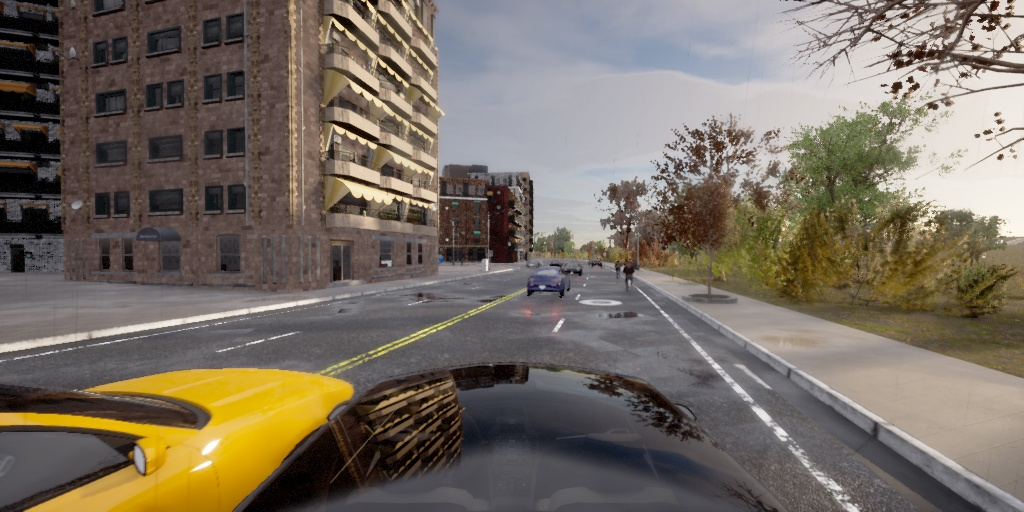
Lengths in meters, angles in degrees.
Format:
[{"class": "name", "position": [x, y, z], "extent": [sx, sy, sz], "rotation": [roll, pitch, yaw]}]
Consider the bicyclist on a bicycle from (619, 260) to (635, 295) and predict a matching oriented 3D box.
[{"class": "bicyclist on a bicycle", "position": [6.180, 1.115, 18.999], "extent": [0.659, 1.776, 1.843], "rotation": [0, 0, 14]}]

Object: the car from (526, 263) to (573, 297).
[{"class": "car", "position": [1.984, 1.271, 18.916], "extent": [1.812, 1.442, 4.674], "rotation": [0, 0, 14]}]

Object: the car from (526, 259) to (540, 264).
[{"class": "car", "position": [3.249, 1.227, 54.455], "extent": [2.128, 1.511, 4.902], "rotation": [0, 0, 11]}]

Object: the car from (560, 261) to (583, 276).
[{"class": "car", "position": [6.298, 1.340, 36.973], "extent": [1.895, 1.301, 4.718], "rotation": [0, 0, 13]}]

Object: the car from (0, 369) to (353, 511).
[{"class": "car", "position": [-2.733, 1.228, 1.237], "extent": [1.882, 1.535, 5.008], "rotation": [0, 0, 16]}]

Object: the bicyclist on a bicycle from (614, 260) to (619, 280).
[{"class": "bicyclist on a bicycle", "position": [8.783, 1.193, 29.729], "extent": [0.582, 1.620, 1.656], "rotation": [0, 0, 13]}]

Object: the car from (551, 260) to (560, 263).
[{"class": "car", "position": [6.695, 1.332, 55.114], "extent": [1.895, 1.301, 4.718], "rotation": [0, 0, 12]}]
